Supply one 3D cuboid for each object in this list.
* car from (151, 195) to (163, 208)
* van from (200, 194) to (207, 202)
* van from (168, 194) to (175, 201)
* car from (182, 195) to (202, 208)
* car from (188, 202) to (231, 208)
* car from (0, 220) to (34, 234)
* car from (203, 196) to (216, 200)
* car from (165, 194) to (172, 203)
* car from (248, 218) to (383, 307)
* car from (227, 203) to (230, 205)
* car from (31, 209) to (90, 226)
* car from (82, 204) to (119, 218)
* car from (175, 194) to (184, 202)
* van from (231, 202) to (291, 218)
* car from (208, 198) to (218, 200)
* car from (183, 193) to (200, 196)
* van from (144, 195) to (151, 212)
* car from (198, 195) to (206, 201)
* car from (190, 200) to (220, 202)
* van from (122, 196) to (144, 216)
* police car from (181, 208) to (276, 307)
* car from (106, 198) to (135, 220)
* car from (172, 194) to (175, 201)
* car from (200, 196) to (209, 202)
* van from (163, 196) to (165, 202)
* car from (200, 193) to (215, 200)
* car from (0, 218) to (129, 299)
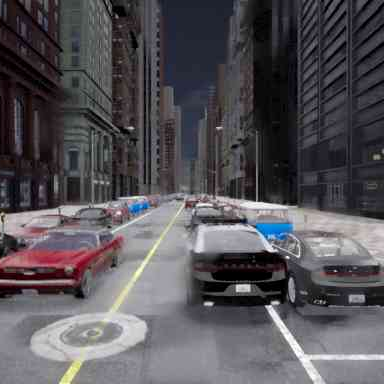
[{"bbox_3d":[-5.751,1.342,47.197,2.192,1.841,5.009,0,0,0],"label":"car"},{"bbox_3d":[2.783,1.416,81.027,1.690,1.788,3.998,0,0,0],"label":"van"},{"bbox_3d":[-5.739,1.435,92.291,1.690,1.788,3.998,0,0,0],"label":"van"},{"bbox_3d":[0.025,1.503,45.693,1.882,1.535,5.008,0,0,0],"label":"car"},{"bbox_3d":[0.843,1.510,18.142,1.837,1.490,4.892,0,0,0],"label":"car"},{"bbox_3d":[-5.762,1.567,7.741,1.947,1.339,4.313,0,0,0],"label":"car"},{"bbox_3d":[2.773,1.566,41.573,1.887,1.381,4.507,0,0,0],"label":"car"},{"bbox_3d":[-5.745,1.601,69.744,1.887,1.381,4.507,0,0,0],"label":"car"},{"bbox_3d":[2.763,1.551,7.756,2.008,1.369,4.403,0,0,0],"label":"car"},{"bbox_3d":[2.766,1.555,19.029,2.008,1.369,4.403,0,0,0],"label":"car"},{"bbox_3d":[-5.760,1.584,13.378,1.802,1.307,4.206,0,0,0],"label":"car"},{"bbox_3d":[-5.759,1.570,19.015,1.947,1.339,4.313,0,0,0],"label":"car"},{"bbox_3d":[-2.976,1.677,82.086,1.895,1.301,4.718,0,0,0],"label":"car"},{"bbox_3d":[2.765,1.343,13.392,1.690,1.788,3.998,0,0,0],"label":"van"},{"bbox_3d":[2.769,1.563,30.301,2.008,1.369,4.403,0,0,0],"label":"car"},{"bbox_3d":[0.017,1.393,59.187,2.097,1.767,4.553,0,0,0],"label":"car"},{"bbox_3d":[-5.754,1.358,35.924,1.690,1.788,3.998,0,0,0],"label":"van"},{"bbox_3d":[2.786,1.534,92.300,1.967,1.590,4.097,0,0,0],"label":"car"},{"bbox_3d":[0.907,1.533,24.142,1.812,1.442,4.674,0,0,0],"label":"car"},{"bbox_3d":[-5.756,1.353,30.288,1.690,1.788,3.998,0,0,0],"label":"van"},{"bbox_3d":[0.779,1.427,8.225,1.930,1.638,5.238,0,0,-2],"label":"police car"},{"bbox_3d":[-5.757,1.448,24.652,1.967,1.590,4.097,0,0,0],"label":"car"},{"bbox_3d":[-5.742,1.641,81.017,1.947,1.339,4.313,0,0,0],"label":"car"},{"bbox_3d":[2.782,1.591,75.561,1.752,1.417,4.829,0,0,0],"label":"car"},{"bbox_3d":[-5.750,1.374,52.833,1.690,1.788,3.998,0,0,0],"label":"van"},{"bbox_3d":[2.775,1.348,52.846,2.192,1.841,5.009,0,0,0],"label":"car"},{"bbox_3d":[-3.097,1.602,8.556,1.895,1.301,4.718,0,0,0],"label":"car"}]
